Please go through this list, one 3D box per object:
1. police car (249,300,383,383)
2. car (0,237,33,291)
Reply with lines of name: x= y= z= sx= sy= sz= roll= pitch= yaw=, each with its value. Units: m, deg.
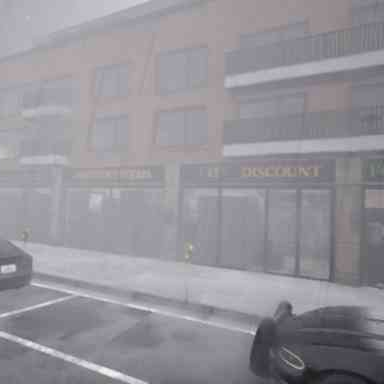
police car: x=3.200 y=1.697 z=3.136 sx=5.238 sy=1.638 sz=1.930 roll=1 pitch=-3 yaw=29
car: x=-5.946 y=1.740 z=8.481 sx=4.313 sy=1.339 sz=1.947 roll=1 pitch=-3 yaw=29
